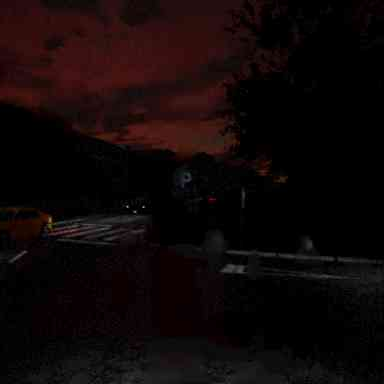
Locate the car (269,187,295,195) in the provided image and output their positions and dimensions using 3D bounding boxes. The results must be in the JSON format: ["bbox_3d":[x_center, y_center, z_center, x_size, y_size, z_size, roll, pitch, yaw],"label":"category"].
[{"bbox_3d":[18.593,-0.141,68.541,5.008,1.535,2.097,1,2,19],"label":"car"}]

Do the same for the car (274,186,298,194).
[{"bbox_3d":[22.326,-0.484,78.995,5.366,1.575,1.946,1,2,19],"label":"car"}]

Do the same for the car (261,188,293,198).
[{"bbox_3d":[14.849,0.189,58.092,5.366,1.575,1.946,1,2,19],"label":"car"}]

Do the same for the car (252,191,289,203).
[{"bbox_3d":[10.569,0.655,44.899,4.674,1.452,2.002,1,2,19],"label":"car"}]

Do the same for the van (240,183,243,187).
[{"bbox_3d":[9.649,-0.913,82.534,4.442,1.987,1.878,1,2,19],"label":"van"}]

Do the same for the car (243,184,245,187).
[{"bbox_3d":[10.465,-0.749,85.225,4.792,1.488,2.163,1,2,19],"label":"car"}]

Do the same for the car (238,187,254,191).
[{"bbox_3d":[9.774,0.242,58.072,1.994,1.385,4.181,1,2,19],"label":"car"}]

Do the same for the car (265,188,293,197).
[{"bbox_3d":[15.943,0.141,60.652,4.792,1.488,2.163,1,2,19],"label":"car"}]

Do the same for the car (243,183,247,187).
[{"bbox_3d":[11.336,-0.836,87.893,4.674,1.452,2.002,1,2,19],"label":"car"}]

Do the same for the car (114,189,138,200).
[{"bbox_3d":[-9.132,0.308,45.150,2.097,1.767,4.553,1,2,19],"label":"car"}]

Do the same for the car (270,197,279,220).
[{"bbox_3d":[3.474,1.327,23.868,4.792,1.488,2.163,1,2,19],"label":"car"}]

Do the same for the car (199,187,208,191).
[{"bbox_3d":[4.114,-0.426,66.656,5.566,2.045,2.435,1,2,19],"label":"car"}]

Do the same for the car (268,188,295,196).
[{"bbox_3d":[17.702,-0.057,65.913,5.008,1.535,2.097,1,2,19],"label":"car"}]

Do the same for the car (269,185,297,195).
[{"bbox_3d":[19.453,-0.476,71.171,5.566,2.045,2.435,1,2,19],"label":"car"}]

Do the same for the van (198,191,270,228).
[{"bbox_3d":[2.447,1.156,21.280,4.442,1.987,1.878,1,2,19],"label":"van"}]

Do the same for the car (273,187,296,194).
[{"bbox_3d":[21.255,-0.395,76.428,5.008,1.535,2.097,1,2,19],"label":"car"}]

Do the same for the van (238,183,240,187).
[{"bbox_3d":[8.530,-0.827,79.957,4.442,1.987,1.878,1,2,19],"label":"van"}]

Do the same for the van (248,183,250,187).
[{"bbox_3d":[13.250,-1.300,93.154,4.442,1.987,1.878,1,2,19],"label":"van"}]

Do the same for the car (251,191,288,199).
[{"bbox_3d":[7.014,0.954,34.383,5.008,1.535,2.097,1,2,19],"label":"car"}]

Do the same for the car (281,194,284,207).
[{"bbox_3d":[5.255,1.155,29.123,4.792,1.488,2.163,1,2,19],"label":"car"}]

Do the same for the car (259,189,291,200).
[{"bbox_3d":[13.216,0.392,52.787,4.792,1.488,2.163,1,2,19],"label":"car"}]

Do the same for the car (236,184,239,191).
[{"bbox_3d":[7.733,-0.514,77.272,5.008,1.535,2.097,1,2,19],"label":"car"}]

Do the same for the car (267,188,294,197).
[{"bbox_3d":[16.812,0.028,63.285,4.892,1.521,2.231,1,2,19],"label":"car"}]

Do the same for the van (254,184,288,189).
[{"bbox_3d":[11.574,0.307,47.478,4.442,1.987,1.878,1,2,19],"label":"van"}]

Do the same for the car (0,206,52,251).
[{"bbox_3d":[-7.738,1.386,13.918,1.882,1.535,5.008,1,0,3],"label":"car"}]

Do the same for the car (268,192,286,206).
[{"bbox_3d":[6.113,1.041,31.760,4.892,1.521,2.231,1,2,19],"label":"car"}]

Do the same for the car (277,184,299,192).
[{"bbox_3d":[25.744,-1.121,89.548,5.566,2.045,2.435,1,3,19],"label":"car"}]

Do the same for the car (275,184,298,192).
[{"bbox_3d":[24.799,-1.021,86.938,5.566,2.045,2.435,1,2,19],"label":"car"}]

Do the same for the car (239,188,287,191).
[{"bbox_3d":[7.930,0.744,36.998,4.553,1.767,2.185,1,2,19],"label":"car"}]

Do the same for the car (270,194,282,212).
[{"bbox_3d":[4.161,1.205,26.565,5.366,1.575,1.946,1,2,19],"label":"car"}]

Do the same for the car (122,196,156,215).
[{"bbox_3d":[-3.842,1.203,28.650,1.895,1.301,4.718,1,2,19],"label":"car"}]

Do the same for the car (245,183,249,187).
[{"bbox_3d":[12.244,-0.974,90.542,4.892,1.521,2.231,1,2,19],"label":"car"}]

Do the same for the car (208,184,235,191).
[{"bbox_3d":[4.880,0.008,54.096,2.150,2.045,5.566,1,2,19],"label":"car"}]
